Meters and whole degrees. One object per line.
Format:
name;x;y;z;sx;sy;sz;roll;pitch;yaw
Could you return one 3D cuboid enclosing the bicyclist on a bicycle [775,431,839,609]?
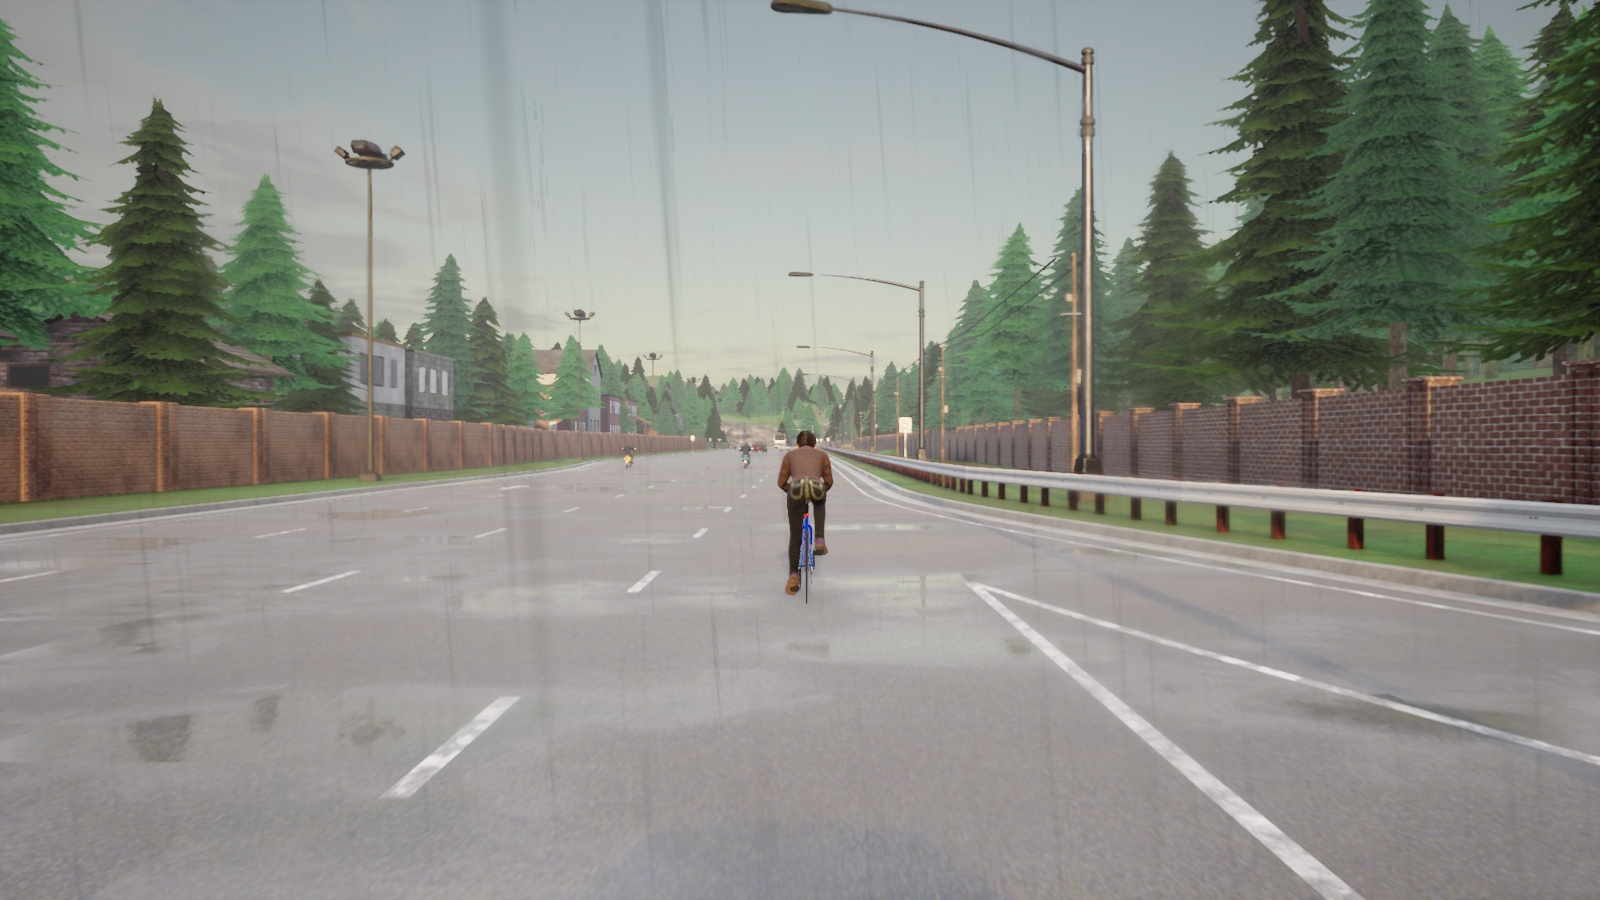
bicyclist on a bicycle;0.064;0.635;12.234;0.582;1.620;1.656;0;0;0
